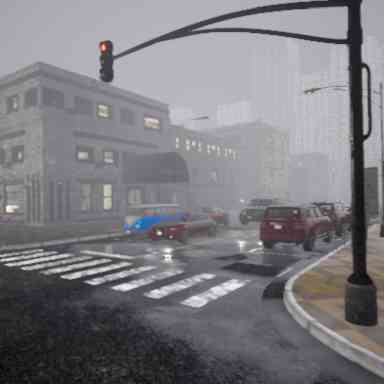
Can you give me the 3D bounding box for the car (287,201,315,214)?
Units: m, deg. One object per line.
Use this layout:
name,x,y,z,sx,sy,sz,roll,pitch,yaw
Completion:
car,13.796,1.912,41.954,2.008,1.369,4.403,-2,-1,35

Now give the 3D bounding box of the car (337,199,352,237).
car,7.841,1.436,19.091,2.192,1.841,5.009,-2,-1,35

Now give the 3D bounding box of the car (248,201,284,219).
car,7.402,1.762,32.946,1.967,1.590,4.097,-2,-1,35

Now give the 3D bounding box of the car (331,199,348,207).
car,26.582,1.997,59.976,2.008,1.369,4.403,-2,-1,35

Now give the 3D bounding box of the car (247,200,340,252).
car,4.645,1.420,14.586,2.192,1.841,5.009,-2,-1,35

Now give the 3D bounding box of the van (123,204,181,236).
van,-2.190,1.612,19.431,1.690,1.788,3.998,-2,-1,35

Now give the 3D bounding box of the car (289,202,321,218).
car,11.846,1.810,34.710,1.812,1.442,4.674,-1,-1,36

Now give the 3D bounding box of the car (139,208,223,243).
car,-0.435,1.782,17.424,1.994,1.385,4.181,-1,-1,35

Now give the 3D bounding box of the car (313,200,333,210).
car,20.089,1.928,50.826,1.752,1.417,4.829,-2,-1,35

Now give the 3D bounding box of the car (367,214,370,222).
car,11.042,1.683,23.592,1.887,1.381,4.507,-2,-1,35

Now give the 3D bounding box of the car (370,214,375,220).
car,14.239,1.722,28.098,1.947,1.339,4.313,-2,-1,35

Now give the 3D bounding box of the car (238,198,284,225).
car,5.710,1.471,26.086,2.150,2.045,5.566,-1,-1,35

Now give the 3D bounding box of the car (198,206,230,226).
car,1.008,1.727,23.934,1.967,1.590,4.097,-2,-1,35

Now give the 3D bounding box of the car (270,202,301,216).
car,10.599,1.892,37.448,2.008,1.369,4.403,-2,-1,35
